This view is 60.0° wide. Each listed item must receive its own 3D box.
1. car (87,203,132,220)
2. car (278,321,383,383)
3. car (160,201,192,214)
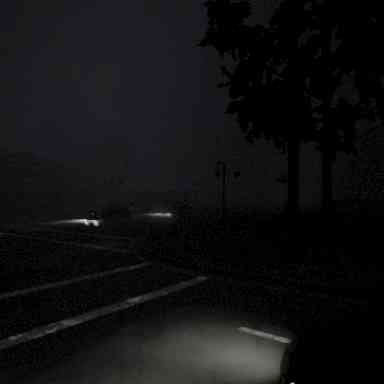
[{"bbox_3d":[-7.369,1.716,30.017,1.994,1.385,4.181,0,0,34],"label":"car"},{"bbox_3d":[2.846,1.517,1.946,4.674,1.442,1.812,0,0,36],"label":"car"},{"bbox_3d":[-1.784,1.717,38.305,1.994,1.385,4.181,0,0,34],"label":"car"}]
